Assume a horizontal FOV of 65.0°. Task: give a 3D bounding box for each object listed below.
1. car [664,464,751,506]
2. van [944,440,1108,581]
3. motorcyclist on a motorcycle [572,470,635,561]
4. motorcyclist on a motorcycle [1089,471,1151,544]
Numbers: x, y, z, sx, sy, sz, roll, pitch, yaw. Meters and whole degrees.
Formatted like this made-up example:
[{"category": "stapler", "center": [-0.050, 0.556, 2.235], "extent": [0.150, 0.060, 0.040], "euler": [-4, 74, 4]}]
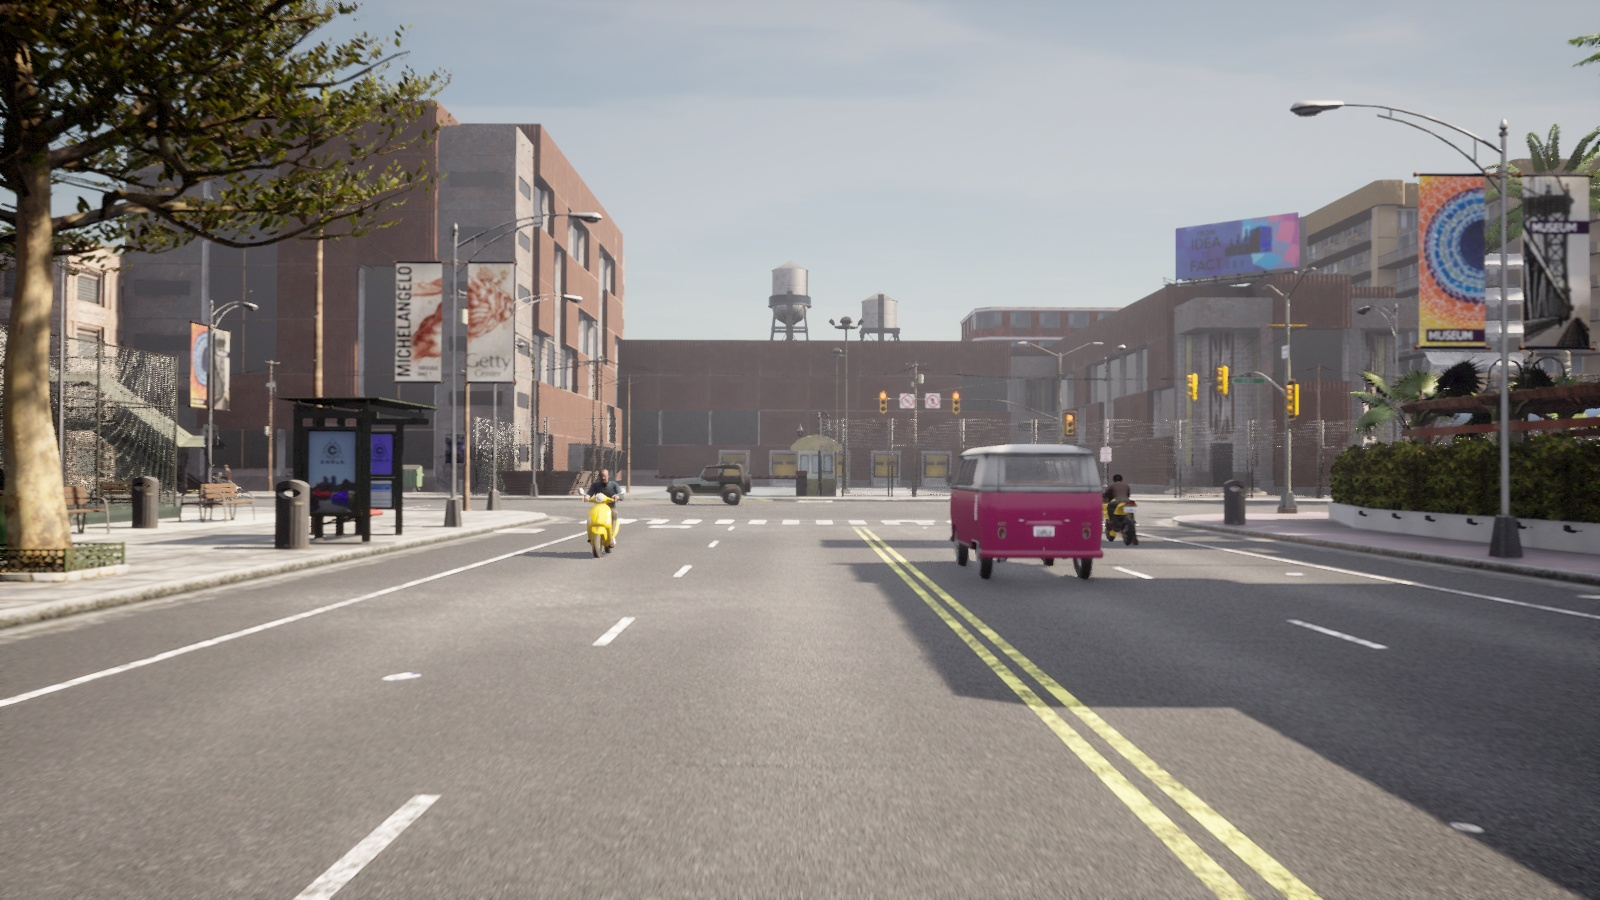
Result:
[{"category": "car", "center": [-4.175, 1.584, 57.137], "extent": [3.866, 1.878, 1.905], "euler": [0, -1, -3]}, {"category": "van", "center": [3.441, 0.887, 19.920], "extent": [1.775, 1.987, 4.442], "euler": [0, -1, 0]}, {"category": "motorcyclist on a motorcycle", "center": [-3.566, 1.166, 22.885], "extent": [0.866, 1.590, 1.817], "euler": [0, -1, 0]}, {"category": "motorcyclist on a motorcycle", "center": [6.925, 1.226, 27.287], "extent": [0.797, 1.523, 2.044], "euler": [0, -1, 0]}]
